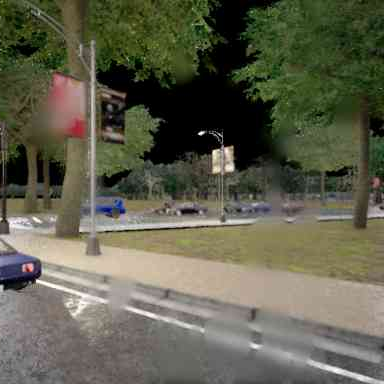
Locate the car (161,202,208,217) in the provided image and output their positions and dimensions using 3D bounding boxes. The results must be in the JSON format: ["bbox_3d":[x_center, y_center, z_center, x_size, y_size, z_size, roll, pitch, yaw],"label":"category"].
[{"bbox_3d":[-0.555,1.895,37.183,4.902,1.511,2.128,0,-1,-30],"label":"car"}]

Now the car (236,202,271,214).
[{"bbox_3d":[8.398,2.007,42.323,4.674,1.442,1.812,1,-1,-30],"label":"car"}]

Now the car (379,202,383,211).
[{"bbox_3d":[31.016,2.158,51.360,4.902,1.511,2.128,1,-1,-30],"label":"car"}]

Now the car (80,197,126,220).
[{"bbox_3d":[-9.227,1.555,32.203,5.566,2.045,2.150,1,-1,-30],"label":"car"}]

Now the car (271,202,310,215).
[{"bbox_3d":[12.270,2.006,40.578,4.674,1.442,1.812,1,-1,-30],"label":"car"}]

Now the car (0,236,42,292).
[{"bbox_3d":[-5.655,1.657,7.927,4.718,1.301,1.895,0,0,37],"label":"car"}]

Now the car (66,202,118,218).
[{"bbox_3d":[-10.584,1.845,35.166,4.902,1.511,2.128,0,-1,-30],"label":"car"}]

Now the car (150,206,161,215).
[{"bbox_3d":[-2.668,1.944,39.714,4.674,1.442,1.812,0,-1,-30],"label":"car"}]

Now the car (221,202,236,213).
[{"bbox_3d":[5.909,2.056,44.642,4.181,1.385,1.994,1,-1,-30],"label":"car"}]
